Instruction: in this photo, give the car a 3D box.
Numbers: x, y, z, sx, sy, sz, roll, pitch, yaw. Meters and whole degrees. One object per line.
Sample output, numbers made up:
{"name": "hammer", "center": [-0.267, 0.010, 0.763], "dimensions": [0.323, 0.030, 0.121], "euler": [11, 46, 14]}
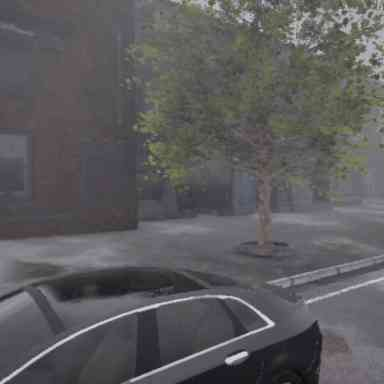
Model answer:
{"name": "car", "center": [-0.902, 1.505, 2.735], "dimensions": [4.892, 1.490, 1.837], "euler": [0, 0, -36]}
